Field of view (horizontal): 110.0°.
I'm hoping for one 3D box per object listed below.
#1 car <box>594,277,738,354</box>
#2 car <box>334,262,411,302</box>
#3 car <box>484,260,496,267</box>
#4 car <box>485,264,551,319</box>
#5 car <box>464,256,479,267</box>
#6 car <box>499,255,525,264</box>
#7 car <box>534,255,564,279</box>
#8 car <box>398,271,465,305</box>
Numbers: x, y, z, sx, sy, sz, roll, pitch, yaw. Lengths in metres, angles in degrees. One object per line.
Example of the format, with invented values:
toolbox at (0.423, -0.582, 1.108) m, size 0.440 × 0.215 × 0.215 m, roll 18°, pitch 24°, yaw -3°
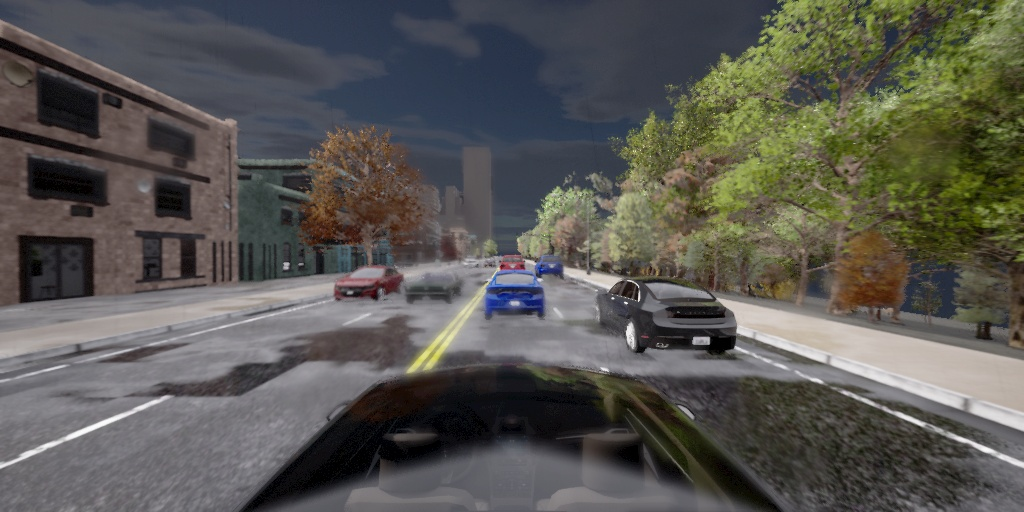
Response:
car at (3.349, 1.254, 8.755) m, size 1.837 × 1.490 × 4.892 m, roll 0°, pitch 0°, yaw 0°
car at (-6.603, 1.225, 17.125) m, size 1.882 × 1.535 × 5.008 m, roll 0°, pitch 0°, yaw 0°
car at (-3.849, 1.312, 63.255) m, size 1.994 × 1.385 × 4.181 m, roll 0°, pitch 0°, yaw -1°
car at (0.101, 1.226, 12.801) m, size 1.882 × 1.535 × 5.008 m, roll 0°, pitch 0°, yaw 0°
car at (-7.099, 0.988, 63.392) m, size 2.150 × 2.045 × 5.566 m, roll 0°, pitch 0°, yaw -1°
car at (0.006, 0.967, 31.891) m, size 2.150 × 2.045 × 5.566 m, roll 0°, pitch 0°, yaw -1°
car at (3.255, 0.966, 31.951) m, size 2.150 × 2.045 × 5.566 m, roll 0°, pitch 0°, yaw -1°
car at (-3.352, 1.349, 16.237) m, size 1.895 × 1.301 × 4.718 m, roll 0°, pitch 0°, yaw 0°
